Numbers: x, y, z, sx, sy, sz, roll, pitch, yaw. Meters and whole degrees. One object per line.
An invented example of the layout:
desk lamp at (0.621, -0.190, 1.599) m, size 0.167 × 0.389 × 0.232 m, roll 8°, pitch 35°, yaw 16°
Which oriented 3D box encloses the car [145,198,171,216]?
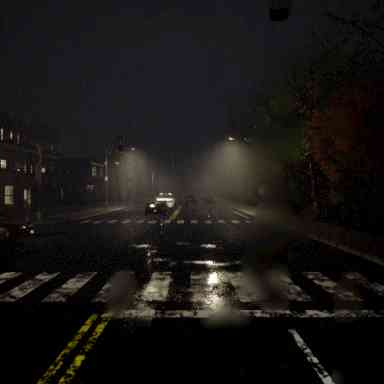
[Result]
car at (-3.412, 1.554, 32.760) m, size 1.994 × 1.385 × 4.181 m, roll 0°, pitch 0°, yaw 0°

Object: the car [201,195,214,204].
car at (3.210, 1.577, 63.255) m, size 1.895 × 1.301 × 4.718 m, roll 0°, pitch 0°, yaw 0°

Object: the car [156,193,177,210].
car at (-3.429, 1.207, 43.161) m, size 2.150 × 2.045 × 5.566 m, roll 0°, pitch 0°, yaw 0°

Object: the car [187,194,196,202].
car at (-0.167, 1.281, 73.127) m, size 1.882 × 1.535 × 5.008 m, roll 0°, pitch 0°, yaw 0°

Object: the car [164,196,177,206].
car at (-3.446, 1.486, 53.629) m, size 1.837 × 1.490 × 4.892 m, roll 0°, pitch 0°, yaw 0°

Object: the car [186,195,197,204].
car at (-0.144, 1.481, 62.709) m, size 1.837 × 1.490 × 4.892 m, roll 0°, pitch 0°, yaw 0°

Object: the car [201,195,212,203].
car at (3.085, 1.495, 73.260) m, size 2.128 × 1.511 × 4.902 m, roll 0°, pitch 0°, yaw 0°

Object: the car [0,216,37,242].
car at (-10.294, 1.594, 15.536) m, size 5.357 × 1.411 × 2.033 m, roll -2°, pitch 0°, yaw -9°
